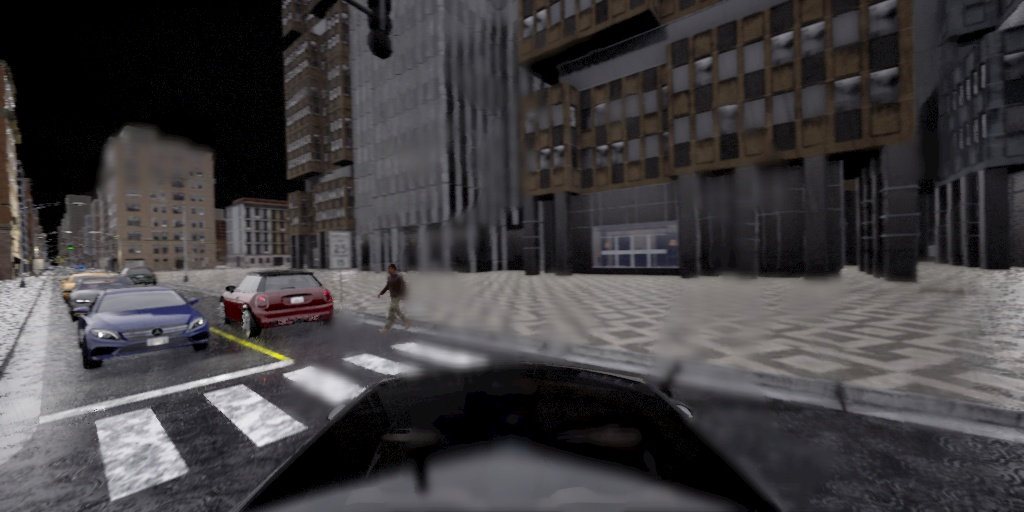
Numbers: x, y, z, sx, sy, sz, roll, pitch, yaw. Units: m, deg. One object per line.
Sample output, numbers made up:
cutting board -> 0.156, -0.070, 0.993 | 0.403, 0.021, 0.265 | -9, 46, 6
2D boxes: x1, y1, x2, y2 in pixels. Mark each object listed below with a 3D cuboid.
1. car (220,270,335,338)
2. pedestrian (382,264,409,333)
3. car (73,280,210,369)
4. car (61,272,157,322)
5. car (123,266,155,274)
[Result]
car -> -7.301, 1.229, 10.997 | 4.553, 1.767, 2.097 | -1, 1, 42
pedestrian -> -3.081, 1.070, 9.455 | 0.375, 1.860, 0.375 | -1, 1, 38
car -> -8.840, 1.463, 8.527 | 4.674, 1.442, 1.812 | -1, 1, 38
car -> -16.208, 1.583, 14.297 | 4.902, 1.511, 2.128 | -1, 1, 38
car -> -32.883, 1.765, 31.394 | 4.553, 1.767, 2.097 | -1, 0, 38
